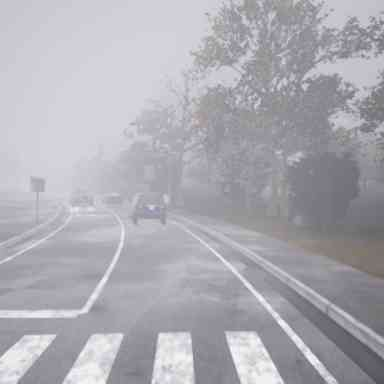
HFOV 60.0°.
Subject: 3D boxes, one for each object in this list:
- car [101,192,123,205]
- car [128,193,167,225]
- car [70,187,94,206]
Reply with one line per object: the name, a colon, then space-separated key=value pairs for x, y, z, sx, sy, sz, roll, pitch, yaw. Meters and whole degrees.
car: x=-9.865 y=0.780 z=40.911 sx=1.882 sy=1.535 sz=5.008 roll=1 pitch=2 yaw=-26
car: x=-3.155 y=1.050 z=23.117 sx=2.150 sy=2.045 sz=5.566 roll=1 pitch=1 yaw=-14
car: x=-12.877 y=0.481 z=38.823 sx=2.150 sy=2.045 sz=5.566 roll=1 pitch=2 yaw=-26
